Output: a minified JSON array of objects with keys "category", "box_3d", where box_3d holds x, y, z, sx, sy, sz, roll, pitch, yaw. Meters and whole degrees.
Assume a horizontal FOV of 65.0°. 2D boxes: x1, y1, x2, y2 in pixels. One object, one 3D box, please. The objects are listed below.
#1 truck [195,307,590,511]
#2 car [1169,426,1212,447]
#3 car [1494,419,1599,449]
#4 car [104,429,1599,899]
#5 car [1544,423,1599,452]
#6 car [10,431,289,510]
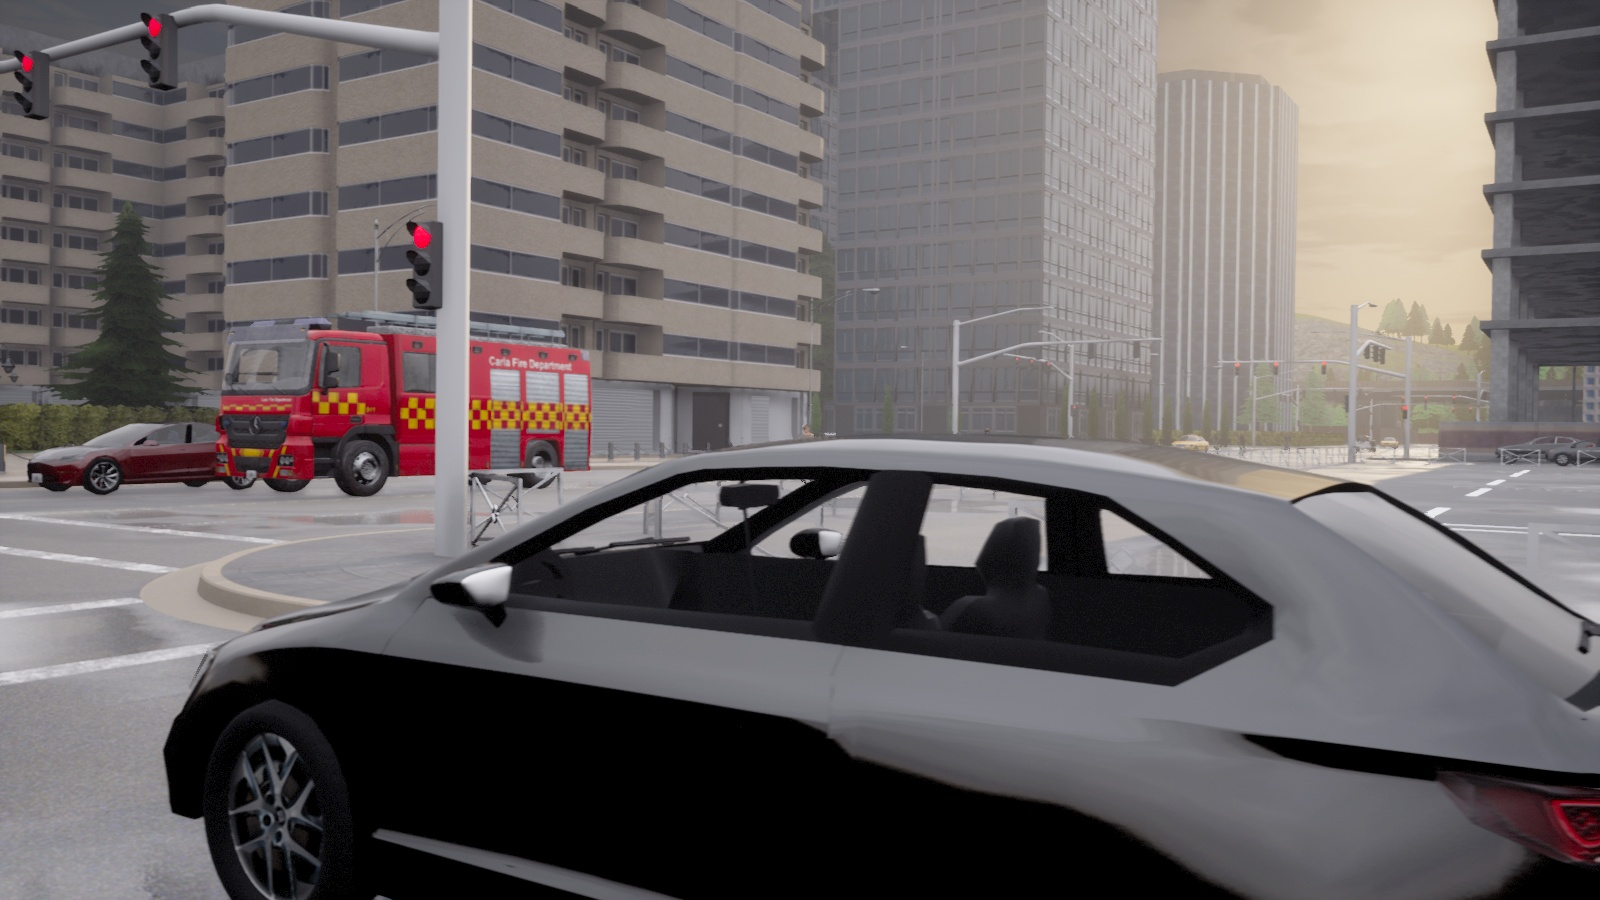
[{"category":"truck","box_3d":[-8.645,-0.847,28.024,2.891,3.827,8.468,0,1,32]},{"category":"car","box_3d":[29.555,-1.027,94.959,1.801,1.575,5.366,0,1,32]},{"category":"car","box_3d":[41.926,-0.906,70.586,5.027,1.651,2.152,0,1,32]},{"category":"car","box_3d":[0.061,0.687,3.574,4.193,1.474,1.816,0,1,33]},{"category":"car","box_3d":[42.018,-0.670,66.399,4.514,1.525,2.007,0,1,32]},{"category":"car","box_3d":[-13.651,0.365,26.667,2.163,1.488,4.792,0,1,32]}]
